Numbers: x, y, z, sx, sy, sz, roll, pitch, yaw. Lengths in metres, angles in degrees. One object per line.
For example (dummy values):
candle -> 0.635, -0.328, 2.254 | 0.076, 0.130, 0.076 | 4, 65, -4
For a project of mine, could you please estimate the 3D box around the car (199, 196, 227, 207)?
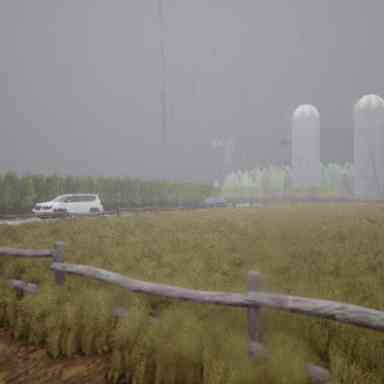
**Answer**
car -> 2.778, 1.432, 44.273 | 2.097, 1.767, 4.553 | 0, 0, 36

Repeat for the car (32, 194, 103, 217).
car -> -9.836, 1.175, 26.790 | 2.150, 2.045, 5.566 | 0, -1, 36
